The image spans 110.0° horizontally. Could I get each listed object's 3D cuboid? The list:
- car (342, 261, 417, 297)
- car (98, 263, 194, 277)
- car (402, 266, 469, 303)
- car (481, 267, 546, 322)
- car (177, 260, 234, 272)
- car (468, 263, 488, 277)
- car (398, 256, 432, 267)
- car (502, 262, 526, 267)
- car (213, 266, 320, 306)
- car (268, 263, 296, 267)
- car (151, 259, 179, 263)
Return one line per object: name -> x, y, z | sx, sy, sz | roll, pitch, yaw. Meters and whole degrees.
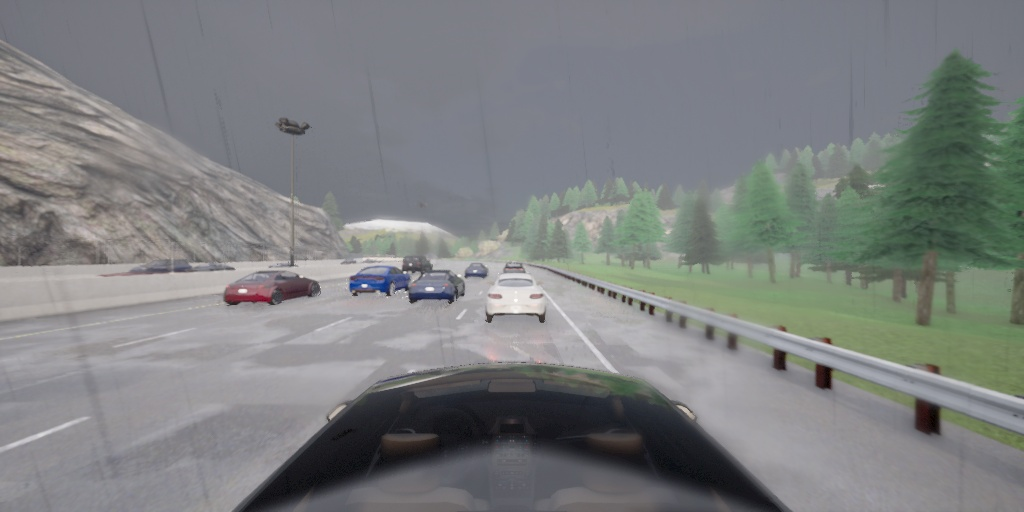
car -> -6.861, 1.239, 19.175 | 1.882, 1.535, 5.008 | 0, 0, 0
car -> -24.544, 1.352, 24.029 | 1.895, 1.301, 4.718 | 0, 0, 0
car -> -3.365, 1.326, 16.699 | 1.994, 1.385, 4.181 | 0, 0, 0
car -> 0.110, 1.286, 12.288 | 1.812, 1.442, 4.674 | 0, 0, 0
car -> -28.010, 1.321, 33.366 | 1.994, 1.385, 4.181 | 0, 0, 0
car -> -3.318, 1.343, 34.123 | 1.994, 1.385, 4.181 | 0, 0, 0
car -> -10.303, 1.000, 39.142 | 2.150, 2.045, 5.566 | 0, 0, 0
car -> 0.171, 1.270, 30.225 | 2.128, 1.511, 4.902 | 0, 0, 0
car -> -10.368, 1.319, 15.820 | 1.994, 1.385, 4.181 | 0, 0, 0
car -> -21.015, 1.327, 32.711 | 1.994, 1.385, 4.181 | 0, 0, 0
car -> -31.512, 1.104, 32.392 | 2.097, 1.767, 4.553 | 0, 0, 0
